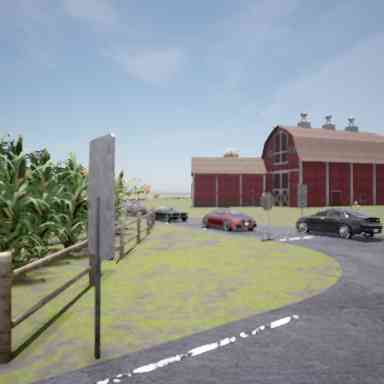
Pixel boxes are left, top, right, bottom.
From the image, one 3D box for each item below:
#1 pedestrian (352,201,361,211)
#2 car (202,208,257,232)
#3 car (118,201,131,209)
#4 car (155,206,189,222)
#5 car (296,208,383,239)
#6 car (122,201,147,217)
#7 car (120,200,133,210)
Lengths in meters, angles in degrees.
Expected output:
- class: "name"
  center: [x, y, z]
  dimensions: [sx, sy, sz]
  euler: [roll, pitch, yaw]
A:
- class: "pedestrian"
  center: [10.148, 1.470, 20.563]
  dimensions: [0.375, 1.860, 0.375]
  euler: [-1, 0, -32]
- class: "car"
  center: [2.395, 1.795, 22.124]
  dimensions: [1.994, 1.385, 4.181]
  euler: [0, -1, -29]
- class: "car"
  center: [-12.844, 2.517, 63.487]
  dimensions: [1.994, 1.385, 4.181]
  euler: [0, -1, -17]
- class: "car"
  center: [-2.076, 1.983, 30.140]
  dimensions: [1.895, 1.301, 4.718]
  euler: [1, -1, -27]
- class: "car"
  center: [7.854, 1.656, 18.277]
  dimensions: [1.837, 1.490, 4.892]
  euler: [2, -2, -25]
- class: "car"
  center: [-6.390, 2.104, 38.899]
  dimensions: [1.994, 1.385, 4.181]
  euler: [0, -1, -25]
- class: "car"
  center: [-10.472, 2.053, 48.315]
  dimensions: [2.097, 1.767, 4.553]
  euler: [0, -1, -22]
